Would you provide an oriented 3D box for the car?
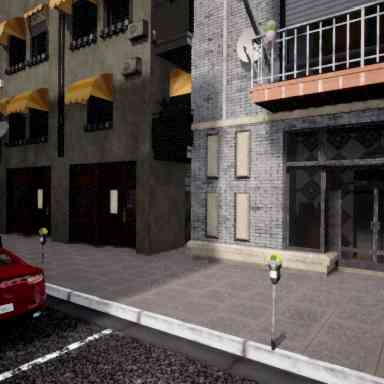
[{"bbox_3d":[-4.497,1.544,6.077,4.507,1.381,1.887,0,1,36],"label":"car"}]
